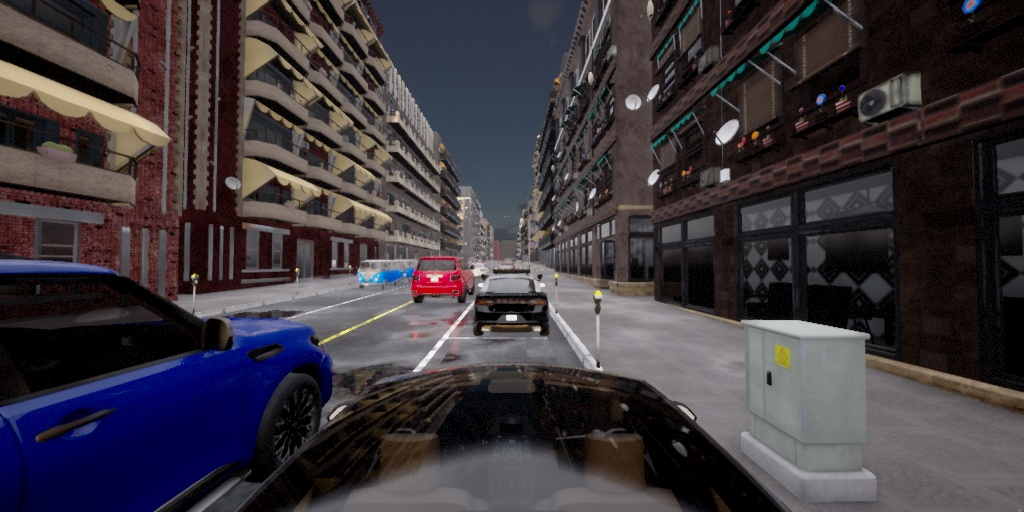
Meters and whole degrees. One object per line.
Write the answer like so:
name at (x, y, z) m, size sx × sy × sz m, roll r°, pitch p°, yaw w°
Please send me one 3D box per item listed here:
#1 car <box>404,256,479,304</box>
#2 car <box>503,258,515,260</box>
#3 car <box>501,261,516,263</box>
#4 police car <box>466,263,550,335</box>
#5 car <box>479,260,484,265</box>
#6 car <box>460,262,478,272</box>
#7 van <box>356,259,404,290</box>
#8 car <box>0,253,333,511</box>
car at (-3.020, 1.019, 16.668) m, size 2.150 × 2.045 × 5.566 m, roll 0°, pitch 0°, yaw 0°
car at (-0.445, 1.239, 39.134) m, size 1.967 × 1.591 × 4.097 m, roll 0°, pitch 0°, yaw 0°
car at (-0.452, 1.321, 28.073) m, size 1.888 × 1.381 × 4.507 m, roll 0°, pitch 0°, yaw 0°
police car at (-0.012, 1.179, 10.613) m, size 1.930 × 1.638 × 5.238 m, roll 0°, pitch 0°, yaw 0°
car at (-3.020, 1.317, 31.641) m, size 1.812 × 1.442 × 4.674 m, roll 0°, pitch 0°, yaw 0°
car at (-5.771, 1.479, 48.615) m, size 1.895 × 1.301 × 4.718 m, roll 0°, pitch 0°, yaw 0°
van at (-8.335, 1.107, 22.603) m, size 1.690 × 1.789 × 3.998 m, roll 0°, pitch 0°, yaw 0°
car at (-3.020, 0.967, 1.533) m, size 2.150 × 2.045 × 5.566 m, roll 0°, pitch 0°, yaw 0°
